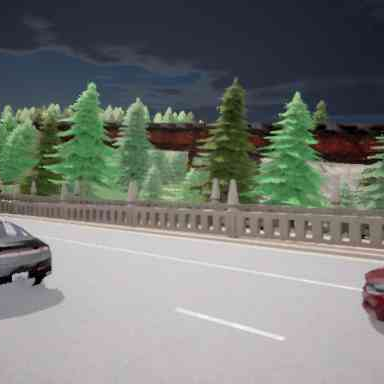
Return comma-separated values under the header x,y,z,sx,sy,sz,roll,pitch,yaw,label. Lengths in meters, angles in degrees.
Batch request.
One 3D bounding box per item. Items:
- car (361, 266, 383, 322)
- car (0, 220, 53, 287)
x,y,z,sx,sy,sz,roll,pitch,yaw,label
5.016,1.545,4.712,4.674,1.442,1.812,1,0,36,car
-5.231,1.371,7.732,4.902,1.511,2.128,1,0,36,car
